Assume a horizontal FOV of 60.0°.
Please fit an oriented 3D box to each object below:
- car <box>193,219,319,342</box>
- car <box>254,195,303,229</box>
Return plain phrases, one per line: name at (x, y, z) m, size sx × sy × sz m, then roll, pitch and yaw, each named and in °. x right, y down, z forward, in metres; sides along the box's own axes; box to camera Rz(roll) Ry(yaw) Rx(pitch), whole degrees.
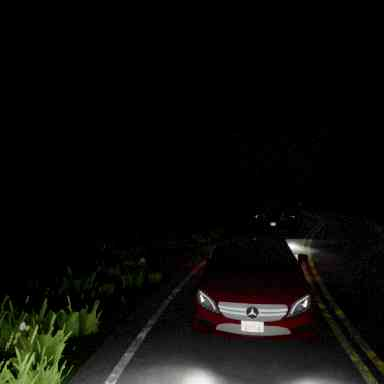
car at (1.231, 1.534, 6.725) m, size 1.812 × 1.442 × 4.674 m, roll -1°, pitch 0°, yaw 11°
car at (5.013, 1.214, 18.913) m, size 2.150 × 2.045 × 5.566 m, roll -2°, pitch -1°, yaw 22°
